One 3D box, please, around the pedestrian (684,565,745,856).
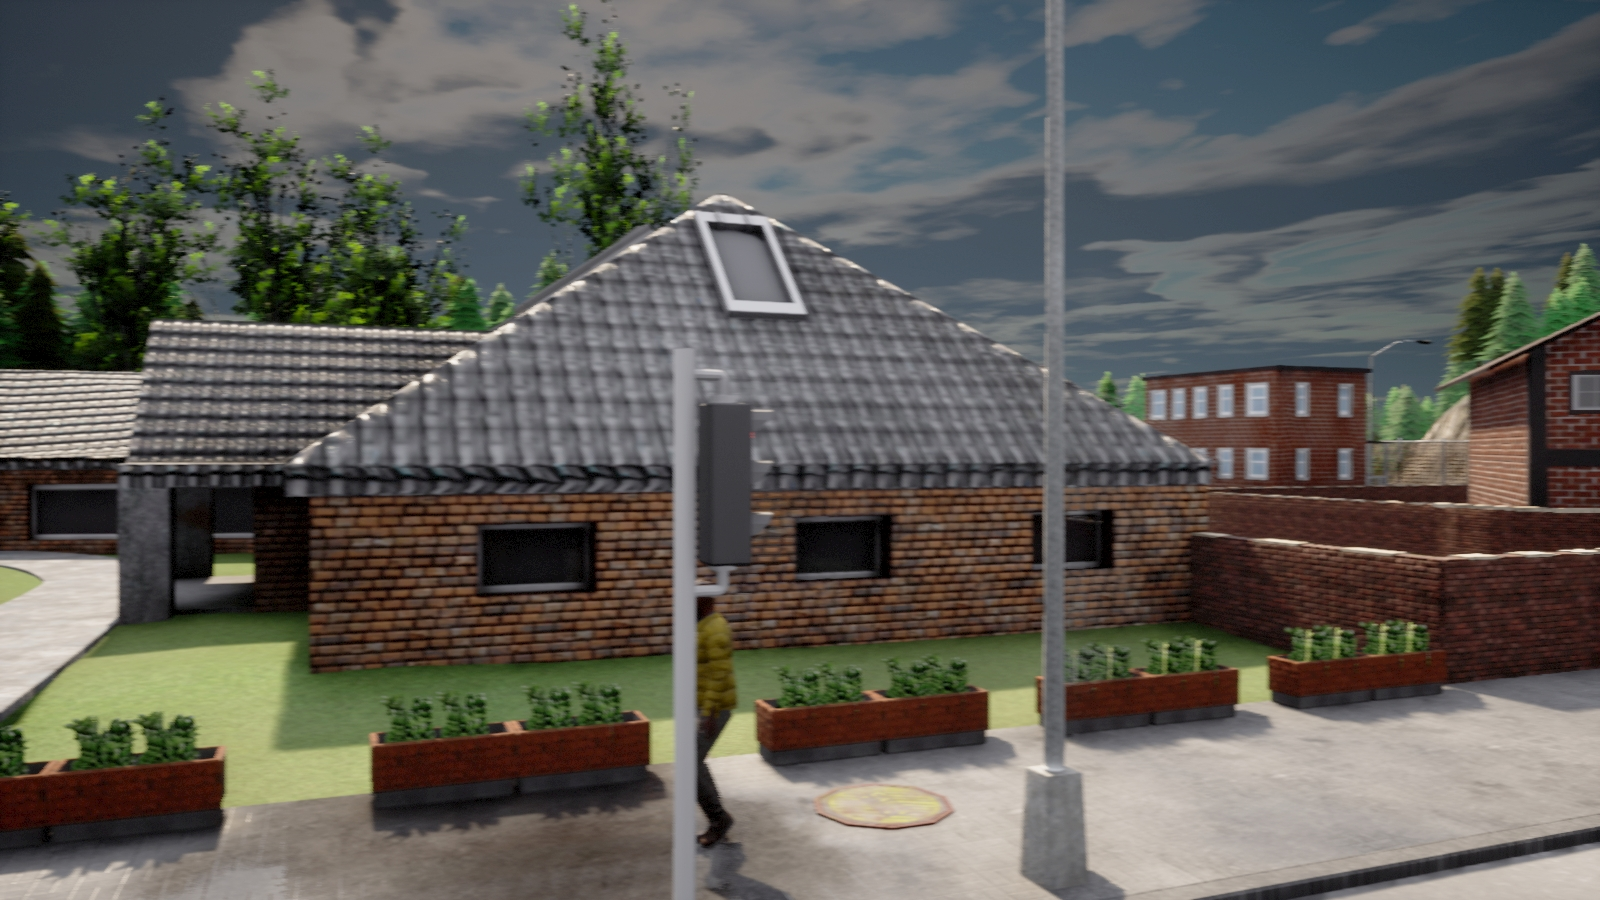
[{"bbox_3d":[-0.581,1.725,7.696,0.375,1.860,0.375,0,0,-10],"label":"pedestrian"}]
